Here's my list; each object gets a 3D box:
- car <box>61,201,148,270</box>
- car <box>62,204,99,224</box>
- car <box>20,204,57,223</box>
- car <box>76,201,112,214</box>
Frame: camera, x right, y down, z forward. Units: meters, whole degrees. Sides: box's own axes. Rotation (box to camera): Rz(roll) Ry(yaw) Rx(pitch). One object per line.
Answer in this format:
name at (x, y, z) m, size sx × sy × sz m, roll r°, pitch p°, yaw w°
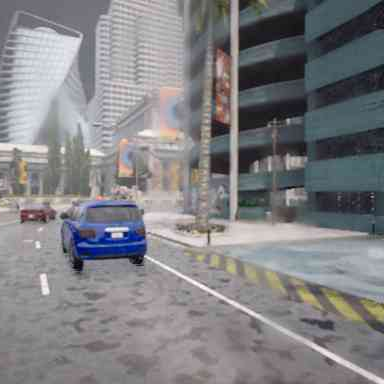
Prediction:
car at (-3.276, 1.329, 11.737) m, size 2.150 × 2.045 × 5.566 m, roll 1°, pitch -1°, yaw -26°
car at (-9.511, 1.803, 28.851) m, size 2.033 × 1.411 × 5.357 m, roll 0°, pitch -1°, yaw -7°
car at (-12.584, 1.700, 27.568) m, size 1.882 × 1.535 × 5.008 m, roll 0°, pitch 0°, yaw -10°
car at (-12.046, 1.867, 41.281) m, size 2.128 × 1.511 × 4.902 m, roll 0°, pitch -1°, yaw 12°
